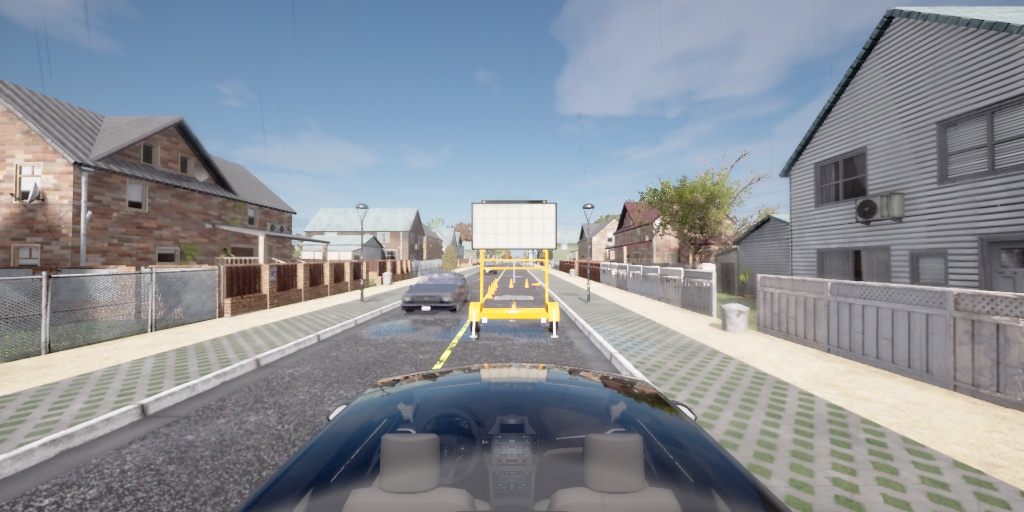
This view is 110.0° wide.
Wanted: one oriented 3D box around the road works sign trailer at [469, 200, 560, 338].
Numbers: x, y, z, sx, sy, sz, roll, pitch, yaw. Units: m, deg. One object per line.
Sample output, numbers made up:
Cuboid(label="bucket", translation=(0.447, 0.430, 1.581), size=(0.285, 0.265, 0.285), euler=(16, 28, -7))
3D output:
Cuboid(label="road works sign trailer", translation=(0.065, 0.224, 10.227), size=(2.380, 3.560, 2.880), euler=(0, 0, 1))

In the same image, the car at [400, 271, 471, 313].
Cuboid(label="car", translation=(-2.775, 1.315, 14.268), size=(2.033, 1.411, 5.357), euler=(0, 0, 0))

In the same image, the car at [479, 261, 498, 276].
Cuboid(label="car", translation=(-2.538, 1.329, 39.476), size=(2.128, 1.511, 4.902), euler=(0, 0, 0))
